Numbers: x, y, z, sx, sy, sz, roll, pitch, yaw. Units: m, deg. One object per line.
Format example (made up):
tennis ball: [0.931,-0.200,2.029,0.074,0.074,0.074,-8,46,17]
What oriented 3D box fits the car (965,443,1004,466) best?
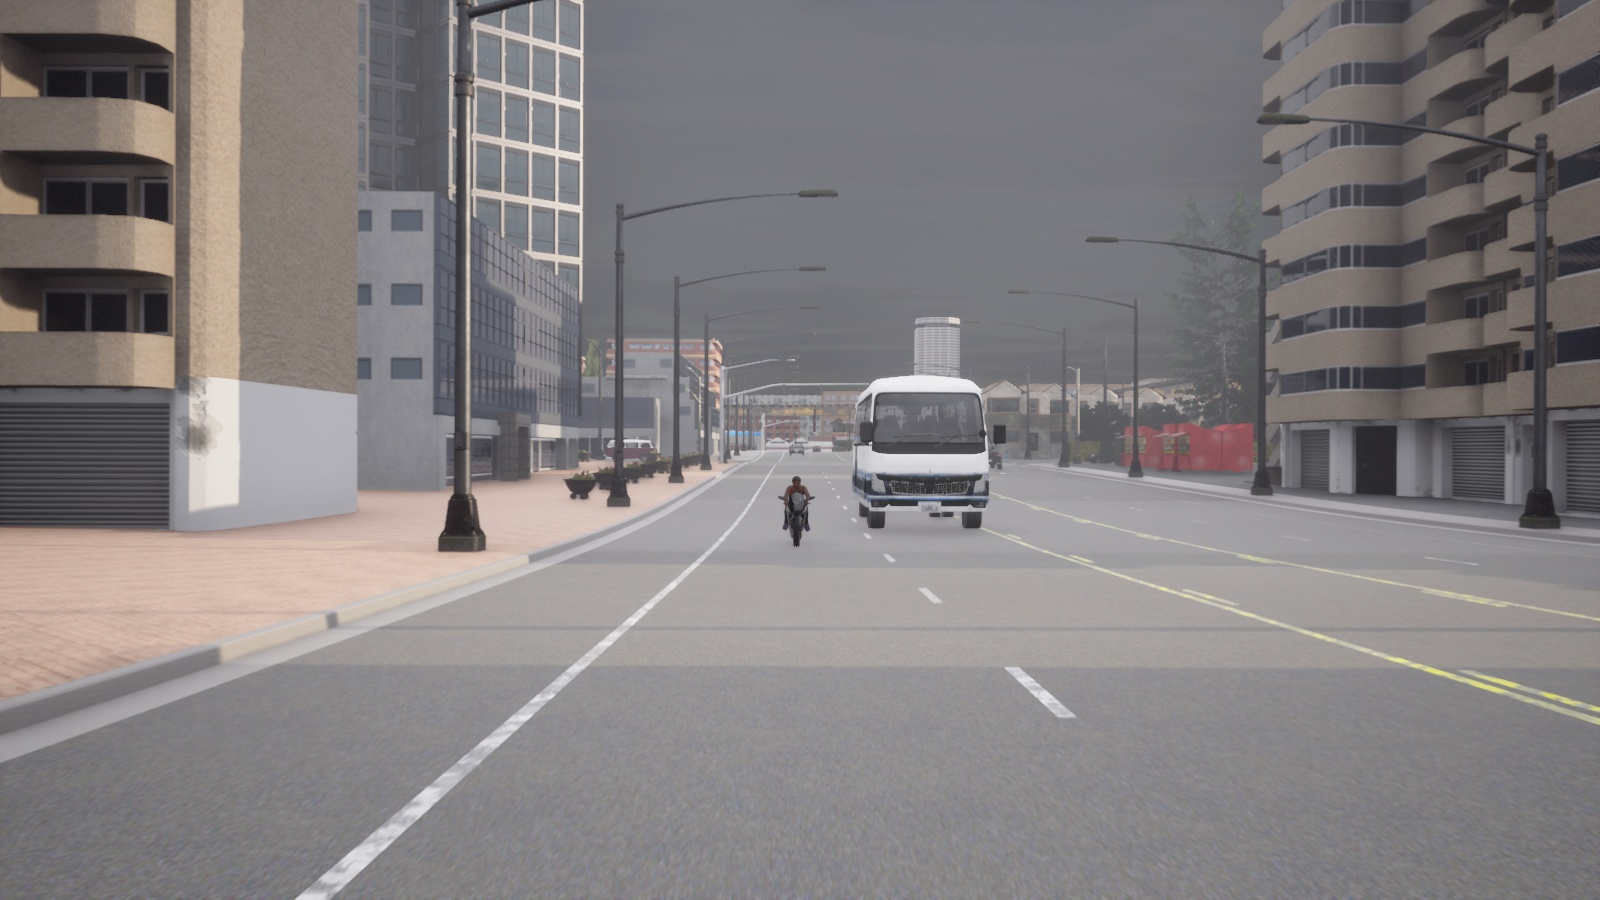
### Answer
car: [13.777,0.325,94.164,2.152,1.651,5.027,0,1,0]

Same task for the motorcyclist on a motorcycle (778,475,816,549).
motorcyclist on a motorcycle: [-0.065,1.334,27.619,0.797,1.523,2.044,0,-1,0]

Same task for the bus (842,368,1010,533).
bus: [3.406,0.007,37.448,3.944,4.253,10.273,0,0,0]
